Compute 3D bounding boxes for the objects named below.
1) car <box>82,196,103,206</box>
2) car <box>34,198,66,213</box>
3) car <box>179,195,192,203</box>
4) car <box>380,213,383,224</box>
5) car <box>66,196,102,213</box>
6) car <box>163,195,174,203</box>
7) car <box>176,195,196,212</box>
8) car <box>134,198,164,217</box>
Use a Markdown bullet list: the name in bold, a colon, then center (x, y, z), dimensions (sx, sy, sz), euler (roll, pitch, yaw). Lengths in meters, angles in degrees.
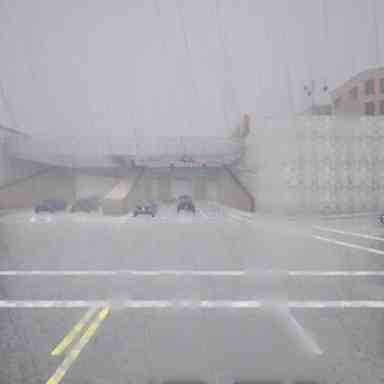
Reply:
- **car**: center (-15.204, 1.377, 50.945), dimensions (1.837, 1.490, 4.892), euler (0, 0, -1)
- **car**: center (-14.821, 1.389, 35.095), dimensions (1.882, 1.535, 5.008), euler (0, 1, -1)
- **car**: center (-1.277, 1.310, 66.108), dimensions (1.882, 1.535, 5.008), euler (0, 0, 6)
- **car**: center (13.207, 1.149, 18.881), dimensions (4.674, 1.442, 1.812), euler (-5, 0, 0)
- **car**: center (-11.323, 1.413, 35.207), dimensions (1.837, 1.490, 4.892), euler (0, 1, -1)
- **car**: center (-4.800, 1.358, 66.168), dimensions (1.812, 1.442, 4.674), euler (0, 0, 6)
- **car**: center (-0.670, 1.432, 36.852), dimensions (1.812, 1.442, 4.674), euler (0, 0, -1)
- **car**: center (-4.093, 1.470, 30.453), dimensions (2.033, 1.411, 5.357), euler (0, 0, 0)
